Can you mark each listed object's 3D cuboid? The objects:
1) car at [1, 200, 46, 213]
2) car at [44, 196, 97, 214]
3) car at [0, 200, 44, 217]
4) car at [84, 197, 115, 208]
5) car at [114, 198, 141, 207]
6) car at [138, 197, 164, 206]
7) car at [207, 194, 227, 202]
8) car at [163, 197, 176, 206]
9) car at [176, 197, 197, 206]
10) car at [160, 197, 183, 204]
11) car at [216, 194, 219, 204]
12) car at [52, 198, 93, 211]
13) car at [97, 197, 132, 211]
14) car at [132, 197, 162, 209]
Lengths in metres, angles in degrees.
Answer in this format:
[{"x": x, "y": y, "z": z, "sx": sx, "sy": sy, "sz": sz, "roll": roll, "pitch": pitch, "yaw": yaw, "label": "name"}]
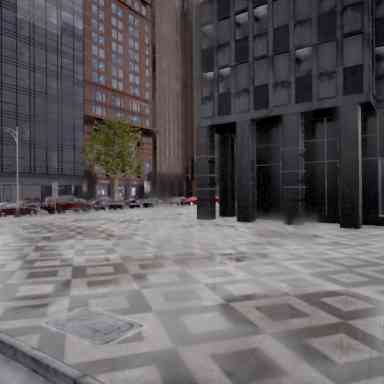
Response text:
[{"x": -19.849, "y": 1.643, "z": 39.346, "sx": 1.947, "sy": 1.339, "sz": 4.313, "roll": -1, "pitch": 0, "yaw": 35, "label": "car"}, {"x": -12.841, "y": 1.291, "z": 34.496, "sx": 2.192, "sy": 1.841, "sz": 5.009, "roll": -1, "pitch": 0, "yaw": 35, "label": "car"}, {"x": -16.046, "y": 1.577, "z": 29.856, "sx": 1.802, "sy": 1.307, "sz": 4.206, "roll": -1, "pitch": 0, "yaw": 35, "label": "car"}, {"x": -13.437, "y": 1.485, "z": 48.623, "sx": 1.967, "sy": 1.590, "sz": 4.097, "roll": -1, "pitch": 0, "yaw": 35, "label": "car"}, {"x": -10.228, "y": 1.614, "z": 53.261, "sx": 1.802, "sy": 1.307, "sz": 4.206, "roll": -1, "pitch": 0, "yaw": 35, "label": "car"}, {"x": -7.118, "y": 1.546, "z": 57.760, "sx": 1.752, "sy": 1.417, "sz": 4.829, "roll": -1, "pitch": 0, "yaw": 35, "label": "car"}, {"x": 5.806, "y": 1.297, "z": 76.456, "sx": 2.192, "sy": 1.841, "sz": 5.009, "roll": -1, "pitch": 0, "yaw": 35, "label": "car"}, {"x": -2.021, "y": 1.497, "z": 54.741, "sx": 2.033, "sy": 1.411, "sz": 5.357, "roll": -1, "pitch": 0, "yaw": 35, "label": "car"}, {"x": -0.013, "y": 1.463, "z": 53.047, "sx": 1.887, "sy": 1.381, "sz": 4.507, "roll": -1, "pitch": 0, "yaw": 35, "label": "car"}, {"x": -3.813, "y": 1.575, "z": 62.539, "sx": 1.947, "sy": 1.339, "sz": 4.313, "roll": -1, "pitch": 0, "yaw": 35, "label": "car"}, {"x": 3.192, "y": 1.223, "z": 57.687, "sx": 2.192, "sy": 1.841, "sz": 5.009, "roll": -1, "pitch": 0, "yaw": 35, "label": "car"}, {"x": -14.898, "y": 1.557, "z": 41.663, "sx": 1.812, "sy": 1.442, "sz": 4.674, "roll": -1, "pitch": 0, "yaw": 35, "label": "car"}, {"x": -9.632, "y": 1.525, "z": 39.133, "sx": 1.947, "sy": 1.339, "sz": 4.313, "roll": -1, "pitch": 0, "yaw": 35, "label": "car"}, {"x": -6.426, "y": 1.510, "z": 43.770, "sx": 1.947, "sy": 1.339, "sz": 4.313, "roll": -1, "pitch": 0, "yaw": 35, "label": "car"}]
